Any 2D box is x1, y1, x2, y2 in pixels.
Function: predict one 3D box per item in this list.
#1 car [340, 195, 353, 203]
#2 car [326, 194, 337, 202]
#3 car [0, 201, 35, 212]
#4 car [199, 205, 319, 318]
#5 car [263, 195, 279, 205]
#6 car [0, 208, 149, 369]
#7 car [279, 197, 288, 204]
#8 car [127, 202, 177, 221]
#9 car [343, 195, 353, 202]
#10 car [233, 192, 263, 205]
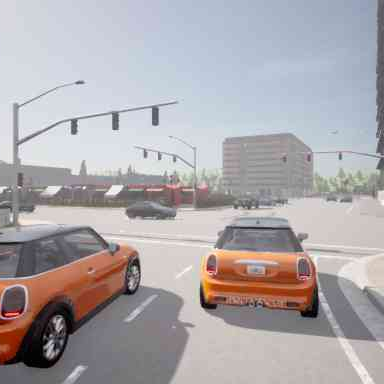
[{"bbox_3d":[31.936,1.607,68.997,1.895,1.301,4.718,0,0,27],"label":"car"},{"bbox_3d":[33.366,1.369,79.378,2.097,1.767,4.553,0,0,27],"label":"car"},{"bbox_3d":[-19.334,1.662,36.332,4.718,1.301,1.895,0,0,28],"label":"car"},{"bbox_3d":[1.601,1.353,7.768,2.097,1.767,4.553,0,0,14],"label":"car"},{"bbox_3d":[11.926,1.361,53.367,2.097,1.767,4.553,0,0,27],"label":"car"},{"bbox_3d":[-2.510,1.353,6.049,2.097,1.767,4.553,0,0,9],"label":"car"},{"bbox_3d":[16.548,1.612,62.211,1.895,1.301,4.718,0,0,28],"label":"car"},{"bbox_3d":[-3.519,1.570,28.001,4.674,1.442,1.812,0,0,28],"label":"car"},{"bbox_3d":[36.506,1.514,77.830,1.837,1.490,4.892,0,0,27],"label":"car"},{"bbox_3d":[7.337,1.229,44.516,2.150,2.045,5.566,0,0,27],"label":"car"}]
